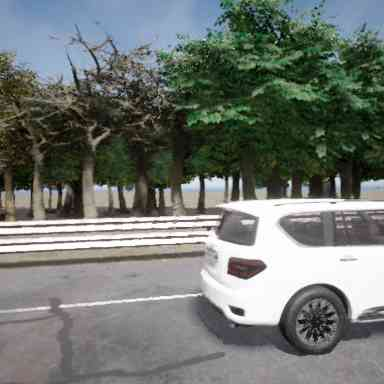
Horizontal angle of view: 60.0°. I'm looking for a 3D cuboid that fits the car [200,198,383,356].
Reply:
[{"bbox_3d":[2.916,1.129,5.749,5.566,2.045,2.150,-1,1,-12],"label":"car"}]
